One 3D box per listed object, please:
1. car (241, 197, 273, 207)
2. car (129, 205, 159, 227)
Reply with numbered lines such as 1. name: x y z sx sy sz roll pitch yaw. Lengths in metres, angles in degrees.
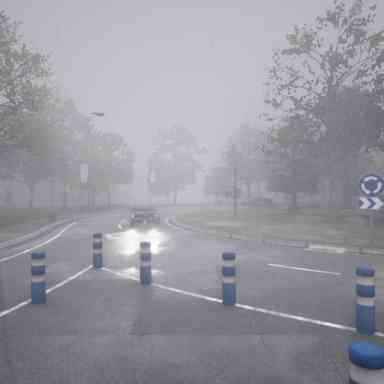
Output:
1. car: 8.574 1.343 44.091 4.181 1.385 1.994 0 0 -19
2. car: -3.344 1.550 22.826 1.895 1.301 4.718 0 0 -10
